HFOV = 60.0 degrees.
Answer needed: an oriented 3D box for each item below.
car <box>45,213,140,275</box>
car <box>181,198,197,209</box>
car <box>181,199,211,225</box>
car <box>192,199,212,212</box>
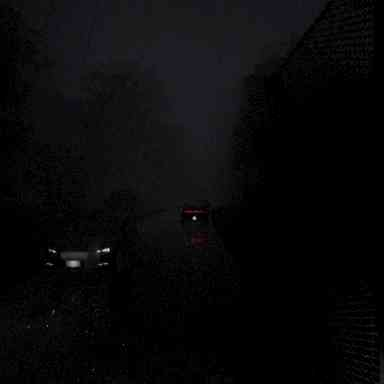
[{"bbox_3d":[-2.843,1.457,10.427,2.128,1.511,4.902,0,0,0],"label":"car"},{"bbox_3d":[-0.406,1.771,52.737,1.882,1.535,5.008,0,-1,8],"label":"car"},{"bbox_3d":[0.273,1.506,24.329,1.837,1.490,4.892,0,-1,3],"label":"car"},{"bbox_3d":[1.344,1.642,42.101,2.128,1.511,4.902,0,-1,5],"label":"car"}]
